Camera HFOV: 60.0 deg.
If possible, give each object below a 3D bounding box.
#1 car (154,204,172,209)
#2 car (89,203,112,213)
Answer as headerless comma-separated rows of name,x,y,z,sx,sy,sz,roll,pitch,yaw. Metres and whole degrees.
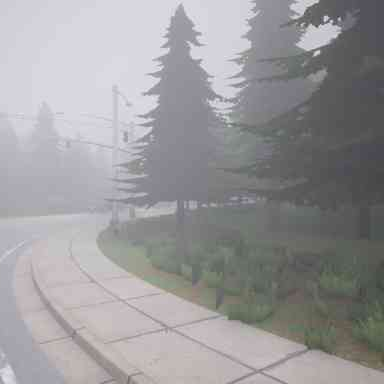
car,-4.495,1.526,45.422,1.812,1.442,4.674,0,0,29
car,-9.140,1.491,36.517,2.128,1.511,4.902,0,0,27
